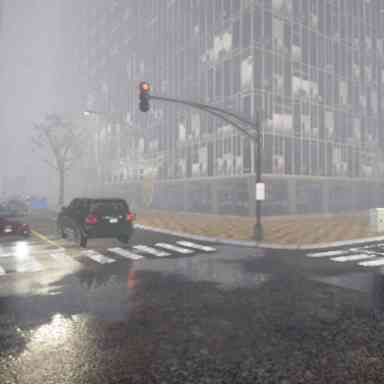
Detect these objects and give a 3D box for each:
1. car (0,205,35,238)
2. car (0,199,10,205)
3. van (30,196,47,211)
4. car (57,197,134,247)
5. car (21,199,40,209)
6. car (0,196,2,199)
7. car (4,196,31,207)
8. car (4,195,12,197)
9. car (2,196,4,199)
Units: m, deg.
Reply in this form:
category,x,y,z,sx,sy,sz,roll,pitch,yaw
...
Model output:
category,x,y,z,sx,sy,sz,roll,pitch,yaw
car,-9.537,1.576,16.900,1.994,1.385,4.181,0,0,-34
car,-15.286,1.547,25.330,1.812,1.442,4.674,0,0,-34
van,-19.260,1.387,41.456,1.690,1.788,3.998,1,0,-34
car,-4.620,1.238,15.466,2.150,2.045,5.566,0,0,-34
car,-22.463,1.632,46.151,1.802,1.307,4.206,1,0,-34
car,-41.675,1.614,74.327,2.008,1.369,4.403,1,0,-34
car,-19.949,1.564,37.854,1.812,1.442,4.674,0,0,-34
car,-32.067,1.372,60.241,2.192,1.841,5.009,1,0,-34
car,-35.270,1.499,64.936,1.967,1.590,4.097,1,0,-34
